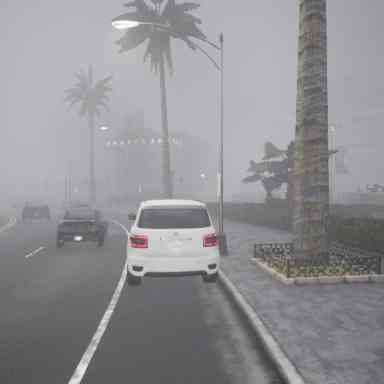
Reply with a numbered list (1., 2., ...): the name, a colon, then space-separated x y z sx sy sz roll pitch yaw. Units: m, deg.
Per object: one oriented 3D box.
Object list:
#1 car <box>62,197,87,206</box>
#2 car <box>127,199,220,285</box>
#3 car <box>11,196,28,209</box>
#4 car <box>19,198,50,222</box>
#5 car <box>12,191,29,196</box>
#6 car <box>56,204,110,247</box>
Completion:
1. car: -10.635 1.497 30.354 1.837 1.490 4.892 1 0 -30
2. car: -0.676 1.219 9.688 2.150 2.045 5.566 0 0 -7
3. car: -21.581 1.545 42.885 4.181 1.385 1.994 0 0 39
4. car: -12.367 1.467 26.304 1.882 1.535 5.008 0 0 -26
5. car: -37.893 1.221 71.704 4.553 1.767 2.185 0 0 21
6. car: -4.877 1.502 15.101 1.837 1.490 4.892 1 0 -12
